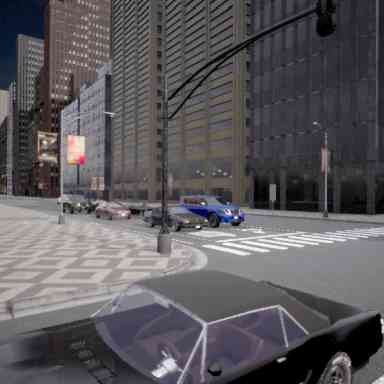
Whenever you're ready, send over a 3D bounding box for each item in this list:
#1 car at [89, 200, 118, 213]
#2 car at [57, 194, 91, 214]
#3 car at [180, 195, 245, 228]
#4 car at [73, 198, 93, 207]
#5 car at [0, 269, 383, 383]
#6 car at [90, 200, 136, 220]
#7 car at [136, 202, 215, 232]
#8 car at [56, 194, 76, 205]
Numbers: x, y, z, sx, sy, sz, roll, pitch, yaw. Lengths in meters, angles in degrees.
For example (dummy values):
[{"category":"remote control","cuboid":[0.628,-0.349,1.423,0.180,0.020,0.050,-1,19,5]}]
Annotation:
[{"category":"car","cuboid":[-10.605,1.651,39.531,1.812,1.442,4.674,1,-1,-35]},{"category":"car","cuboid":[-13.117,1.322,37.461,2.150,2.045,5.566,1,-1,-36]},{"category":"car","cuboid":[1.131,1.267,23.092,2.150,2.045,5.566,1,-1,-36]},{"category":"car","cuboid":[-18.686,1.733,56.745,1.837,1.490,4.892,1,-1,-36]},{"category":"car","cuboid":[-0.178,1.600,3.254,4.718,1.301,1.895,0,0,-36]},{"category":"car","cuboid":[-6.893,1.584,28.736,1.812,1.442,4.674,1,-1,-36]},{"category":"car","cuboid":[-1.197,1.567,20.769,2.033,1.411,5.357,1,-1,-35]},{"category":"car","cuboid":[-24.738,1.489,65.205,2.150,2.045,5.566,1,-1,-36]}]
